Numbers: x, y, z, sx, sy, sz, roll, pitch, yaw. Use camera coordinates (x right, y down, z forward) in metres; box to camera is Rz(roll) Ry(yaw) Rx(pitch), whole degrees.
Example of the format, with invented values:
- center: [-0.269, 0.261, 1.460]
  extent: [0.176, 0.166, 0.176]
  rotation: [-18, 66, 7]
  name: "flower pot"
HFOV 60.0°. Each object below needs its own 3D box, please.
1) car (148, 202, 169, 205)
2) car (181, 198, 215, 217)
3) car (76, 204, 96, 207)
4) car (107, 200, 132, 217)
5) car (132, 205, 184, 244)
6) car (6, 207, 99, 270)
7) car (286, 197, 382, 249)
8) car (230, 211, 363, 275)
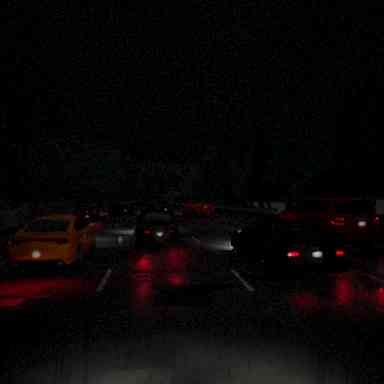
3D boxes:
- center: [-3.244, 1.622, 32.596]
  extent: [1.994, 1.385, 4.181]
  rotation: [0, 0, -23]
  name: "car"
- center: [0.502, 1.404, 32.663]
  extent: [2.097, 1.767, 4.553]
  rotation: [0, 0, -21]
  name: "car"
- center: [-9.210, 1.664, 28.831]
  extent: [1.895, 1.301, 4.718]
  rotation: [0, 0, -21]
  name: "car"
- center: [-7.063, 1.543, 32.656]
  extent: [1.882, 1.535, 5.008]
  rotation: [0, 0, -23]
  name: "car"
- center: [-1.808, 1.555, 16.031]
  extent: [1.812, 1.442, 4.674]
  rotation: [0, 0, -12]
  name: "car"
- center: [-4.500, 1.504, 11.305]
  extent: [1.882, 1.535, 5.008]
  rotation: [0, 0, -8]
  name: "car"
- center: [5.637, 1.233, 14.522]
  extent: [2.150, 2.045, 5.566]
  rotation: [0, 0, -9]
  name: "car"
- center: [2.697, 1.560, 10.524]
  extent: [2.033, 1.411, 5.357]
  rotation: [0, 0, -8]
  name: "car"
